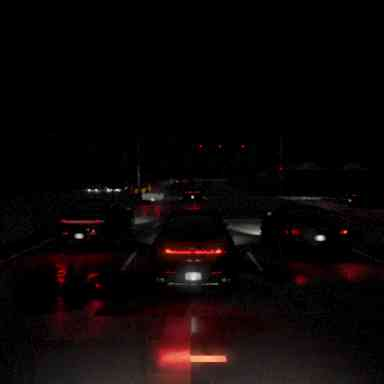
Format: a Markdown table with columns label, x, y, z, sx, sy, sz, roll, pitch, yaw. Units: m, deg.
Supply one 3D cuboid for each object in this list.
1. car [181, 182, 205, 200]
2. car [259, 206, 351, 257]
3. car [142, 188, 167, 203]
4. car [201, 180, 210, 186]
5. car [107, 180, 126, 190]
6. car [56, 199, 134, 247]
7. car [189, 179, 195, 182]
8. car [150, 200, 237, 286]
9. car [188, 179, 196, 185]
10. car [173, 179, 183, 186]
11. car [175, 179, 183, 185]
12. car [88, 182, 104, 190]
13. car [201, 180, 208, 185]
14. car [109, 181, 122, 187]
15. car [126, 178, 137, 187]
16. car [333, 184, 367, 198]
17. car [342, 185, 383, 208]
| label | x | y | z | sx | sy | sz | roll | pitch | yaw |
| --- | --- | --- | --- | --- | --- | --- | --- | --- | --- |
| car | 0.070 | 0.085 | 32.874 | 1.837 | 1.490 | 4.892 | 0 | 3 | 0 |
| car | 3.564 | 1.158 | 11.200 | 1.994 | 1.385 | 4.181 | 0 | 2 | 0 |
| car | -3.429 | 0.257 | 31.247 | 1.895 | 1.301 | 4.718 | 0 | 3 | 0 |
| car | 3.439 | -2.222 | 81.117 | 1.882 | 1.535 | 5.008 | 0 | 3 | 0 |
| car | -14.086 | -1.233 | 60.898 | 1.837 | 1.490 | 4.892 | 0 | 3 | 1 |
| car | -3.428 | 1.019 | 12.542 | 2.128 | 1.511 | 4.902 | 0 | 3 | 0 |
| car | -0.061 | -2.158 | 81.117 | 2.033 | 1.411 | 5.357 | 0 | 3 | 0 |
| car | 0.052 | 1.215 | 8.601 | 1.837 | 1.490 | 4.892 | 0 | 3 | 1 |
| car | -0.069 | -2.745 | 91.521 | 2.033 | 1.411 | 5.357 | 0 | 3 | 0 |
| car | -3.561 | -2.158 | 81.115 | 2.033 | 1.411 | 5.357 | 0 | 3 | 0 |
| car | -3.569 | -2.760 | 91.518 | 2.128 | 1.511 | 4.902 | 0 | 3 | 0 |
| car | -17.581 | -1.168 | 60.767 | 1.994 | 1.385 | 4.181 | 0 | 3 | 1 |
| car | 3.431 | -2.691 | 91.557 | 1.895 | 1.301 | 4.718 | 0 | 3 | 0 |
| car | -17.558 | -1.883 | 76.675 | 1.895 | 1.301 | 4.718 | 0 | 3 | 0 |
| car | -14.058 | -2.257 | 76.753 | 2.150 | 2.045 | 5.566 | 0 | 3 | 0 |
| car | 18.062 | -0.088 | 36.276 | 4.902 | 1.511 | 2.128 | 0 | 3 | 2 |
| car | 14.692 | 0.419 | 25.773 | 4.892 | 1.490 | 1.837 | 0 | 1 | 0 |
